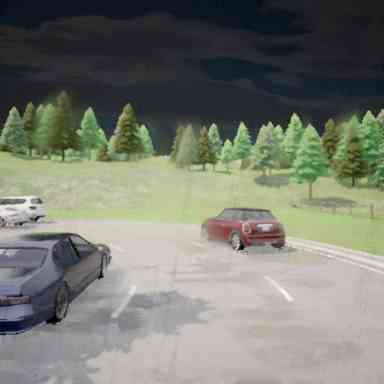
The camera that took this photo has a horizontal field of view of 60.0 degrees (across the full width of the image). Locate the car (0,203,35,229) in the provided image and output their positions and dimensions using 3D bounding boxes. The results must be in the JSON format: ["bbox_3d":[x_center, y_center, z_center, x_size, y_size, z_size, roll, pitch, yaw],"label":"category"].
[{"bbox_3d":[-13.550,1.663,22.634,4.674,1.442,1.812,0,-1,9],"label":"car"}]

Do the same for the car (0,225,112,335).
[{"bbox_3d":[-3.188,1.593,7.161,2.033,1.411,5.357,0,0,-1],"label":"car"}]

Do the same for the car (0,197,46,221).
[{"bbox_3d":[-14.553,1.384,26.414,5.566,2.045,2.150,0,-1,4],"label":"car"}]

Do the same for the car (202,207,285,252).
[{"bbox_3d":[2.085,1.460,14.828,2.097,1.767,4.553,0,0,-21],"label":"car"}]
